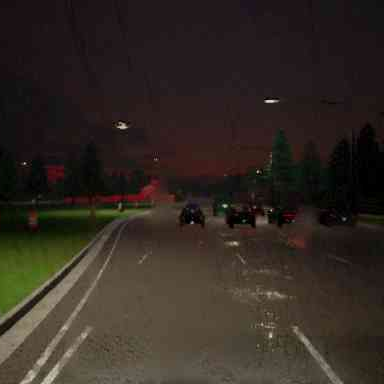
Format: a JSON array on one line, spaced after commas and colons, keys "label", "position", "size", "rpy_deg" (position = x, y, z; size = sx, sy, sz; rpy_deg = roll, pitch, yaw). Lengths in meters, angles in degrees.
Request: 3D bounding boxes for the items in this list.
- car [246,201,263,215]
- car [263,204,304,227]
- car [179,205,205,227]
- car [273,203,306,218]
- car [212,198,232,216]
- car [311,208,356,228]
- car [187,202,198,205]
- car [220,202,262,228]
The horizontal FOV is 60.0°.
[{"label": "car", "position": [7.062, 1.808, 39.426], "size": [2.097, 1.767, 4.553], "rpy_deg": [0, -1, 1]}, {"label": "car", "position": [7.019, 1.798, 25.220], "size": [1.837, 1.490, 4.892], "rpy_deg": [0, -1, 1]}, {"label": "car", "position": [0.019, 1.897, 25.576], "size": [1.895, 1.301, 4.718], "rpy_deg": [0, -1, 0]}, {"label": "car", "position": [10.531, 1.970, 36.486], "size": [2.033, 1.411, 5.357], "rpy_deg": [0, -1, 0]}, {"label": "car", "position": [3.552, 1.669, 38.517], "size": [2.150, 2.045, 5.566], "rpy_deg": [0, 0, 1]}, {"label": "car", "position": [10.513, 1.853, 24.949], "size": [1.994, 1.385, 4.181], "rpy_deg": [0, -1, 0]}, {"label": "car", "position": [0.071, 1.996, 40.643], "size": [1.812, 1.442, 4.674], "rpy_deg": [0, 0, 0]}, {"label": "car", "position": [3.515, 1.780, 24.835], "size": [2.128, 1.511, 4.902], "rpy_deg": [0, -1, 0]}]
